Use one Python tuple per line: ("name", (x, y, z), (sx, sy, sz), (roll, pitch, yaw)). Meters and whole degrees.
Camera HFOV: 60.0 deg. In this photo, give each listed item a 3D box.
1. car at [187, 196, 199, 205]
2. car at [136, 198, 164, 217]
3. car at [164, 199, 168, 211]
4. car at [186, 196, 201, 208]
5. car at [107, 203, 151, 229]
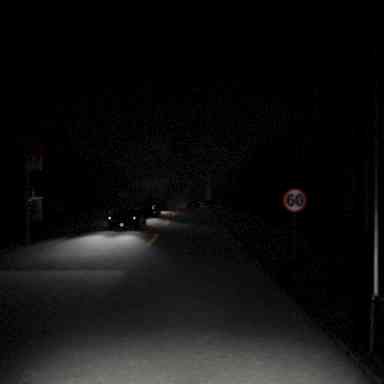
("car", (0.184, 1.517, 61.330), (2.033, 1.411, 5.357), (0, 0, 0))
("car", (-4.054, 1.337, 30.490), (2.097, 1.767, 4.553), (0, 0, 0))
("car", (-4.013, 1.505, 40.644), (1.812, 1.442, 4.674), (0, 0, 0))
("car", (0.164, 1.503, 46.445), (1.812, 1.442, 4.674), (0, 0, 1))
("car", (-4.073, 1.590, 21.527), (1.895, 1.301, 4.718), (0, 0, 0))
